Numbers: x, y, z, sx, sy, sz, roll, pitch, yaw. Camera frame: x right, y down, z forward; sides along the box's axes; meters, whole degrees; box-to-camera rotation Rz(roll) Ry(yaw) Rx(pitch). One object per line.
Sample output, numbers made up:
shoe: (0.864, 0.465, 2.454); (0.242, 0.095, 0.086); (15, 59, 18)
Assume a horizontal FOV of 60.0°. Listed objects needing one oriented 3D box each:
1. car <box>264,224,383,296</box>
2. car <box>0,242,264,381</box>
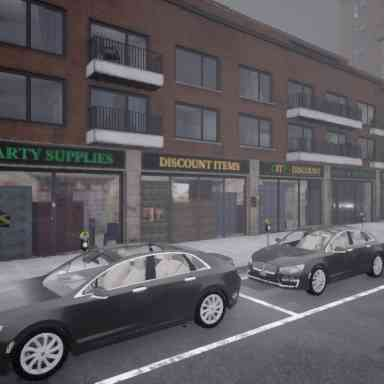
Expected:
car: (3.335, 1.551, 8.565); (4.403, 1.369, 2.008); (0, 0, -35)
car: (-1.158, 1.551, 5.362); (4.403, 1.369, 2.008); (0, 0, -35)
